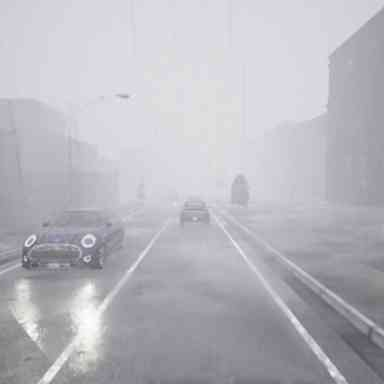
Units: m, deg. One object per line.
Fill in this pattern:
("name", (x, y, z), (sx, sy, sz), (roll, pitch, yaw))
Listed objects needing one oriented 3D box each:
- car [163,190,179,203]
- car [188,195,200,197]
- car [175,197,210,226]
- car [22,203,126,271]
("car", (-3.319, 0.673, 53.328), (2.150, 2.045, 5.566), (0, 1, 1))
("car", (0.242, 1.069, 42.405), (2.128, 1.511, 4.902), (0, 1, 0))
("car", (0.183, 1.326, 22.019), (2.128, 1.511, 4.902), (0, 1, 0))
("car", (-3.559, 1.301, 10.835), (2.097, 1.767, 4.553), (0, 0, 0))
